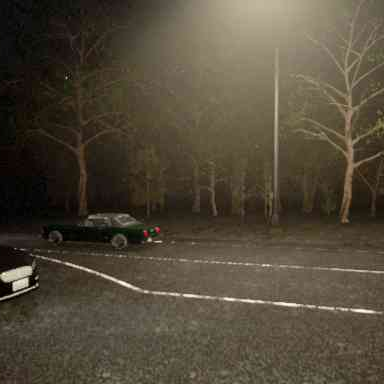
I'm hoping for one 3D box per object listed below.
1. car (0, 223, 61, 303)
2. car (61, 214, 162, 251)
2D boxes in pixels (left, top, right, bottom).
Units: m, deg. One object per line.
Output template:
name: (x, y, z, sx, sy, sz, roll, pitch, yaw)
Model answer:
car: (-5.602, 1.471, 7.018, 4.902, 1.511, 2.128, 0, 0, 17)
car: (-3.775, 1.573, 13.785, 4.718, 1.301, 1.895, 0, 0, 17)
